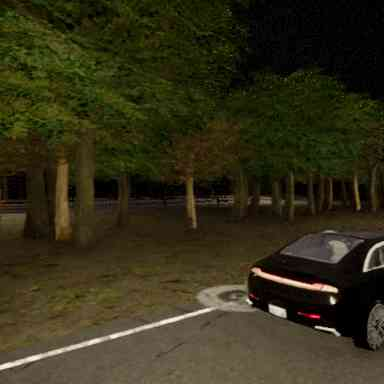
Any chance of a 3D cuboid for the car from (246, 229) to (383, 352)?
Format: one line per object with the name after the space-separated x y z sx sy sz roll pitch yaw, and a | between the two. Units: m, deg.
3.149 1.453 6.156 4.902 1.511 2.128 0 0 -37 | car
